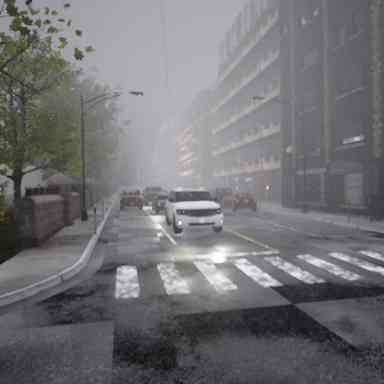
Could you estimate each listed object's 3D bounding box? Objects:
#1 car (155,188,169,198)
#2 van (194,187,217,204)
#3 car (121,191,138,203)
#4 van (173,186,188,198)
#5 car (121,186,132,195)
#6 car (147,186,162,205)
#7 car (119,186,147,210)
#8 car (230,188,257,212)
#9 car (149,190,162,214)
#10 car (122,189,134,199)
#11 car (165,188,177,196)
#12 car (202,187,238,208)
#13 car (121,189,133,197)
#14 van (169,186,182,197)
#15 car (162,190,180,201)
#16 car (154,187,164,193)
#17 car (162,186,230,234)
[{"bbox_3d":[-5.117,0.125,56.229,1.837,1.490,4.892,-1,2,-12],"label":"car"},{"bbox_3d":[1.474,0.342,37.784,1.690,1.788,3.998,0,1,-12],"label":"van"},{"bbox_3d":[-7.854,0.619,41.498,1.947,1.339,4.313,0,1,-12],"label":"car"},{"bbox_3d":[-1.895,-0.032,54.005,1.690,1.788,3.998,0,1,-12],"label":"van"},{"bbox_3d":[-14.589,-0.379,73.932,2.192,1.841,5.009,0,1,-12],"label":"car"},{"bbox_3d":[-4.302,0.333,37.104,2.150,2.045,5.566,-1,2,-11],"label":"car"},{"bbox_3d":[-5.607,0.617,30.678,2.192,1.841,5.009,0,1,-12],"label":"car"},{"bbox_3d":[3.719,0.690,26.973,1.967,1.590,4.097,0,1,-12],"label":"car"},{"bbox_3d":[-2.150,0.877,26.707,1.812,1.442,4.674,-1,2,-12],"label":"car"},{"bbox_3d":[-10.064,0.333,52.144,1.752,1.417,4.829,0,1,-12],"label":"car"},{"bbox_3d":[-4.175,-0.100,64.988,1.752,1.417,4.829,0,1,-12],"label":"car"},{"bbox_3d":[2.596,0.440,32.377,2.192,1.841,5.009,0,1,-12],"label":"car"},{"bbox_3d":[-12.344,0.106,63.124,2.008,1.369,4.403,0,1,-12],"label":"car"},{"bbox_3d":[-3.017,-0.156,59.412,1.690,1.788,3.998,0,1,-12],"label":"van"},{"bbox_3d":[-3.057,0.442,46.584,1.895,1.301,4.718,-1,2,-11],"label":"car"},{"bbox_3d":[-8.631,-0.554,86.449,1.947,1.339,4.313,0,1,-12],"label":"car"},{"bbox_3d":[-0.057,0.801,16.759,2.150,2.045,5.566,-1,2,-10],"label":"car"}]
